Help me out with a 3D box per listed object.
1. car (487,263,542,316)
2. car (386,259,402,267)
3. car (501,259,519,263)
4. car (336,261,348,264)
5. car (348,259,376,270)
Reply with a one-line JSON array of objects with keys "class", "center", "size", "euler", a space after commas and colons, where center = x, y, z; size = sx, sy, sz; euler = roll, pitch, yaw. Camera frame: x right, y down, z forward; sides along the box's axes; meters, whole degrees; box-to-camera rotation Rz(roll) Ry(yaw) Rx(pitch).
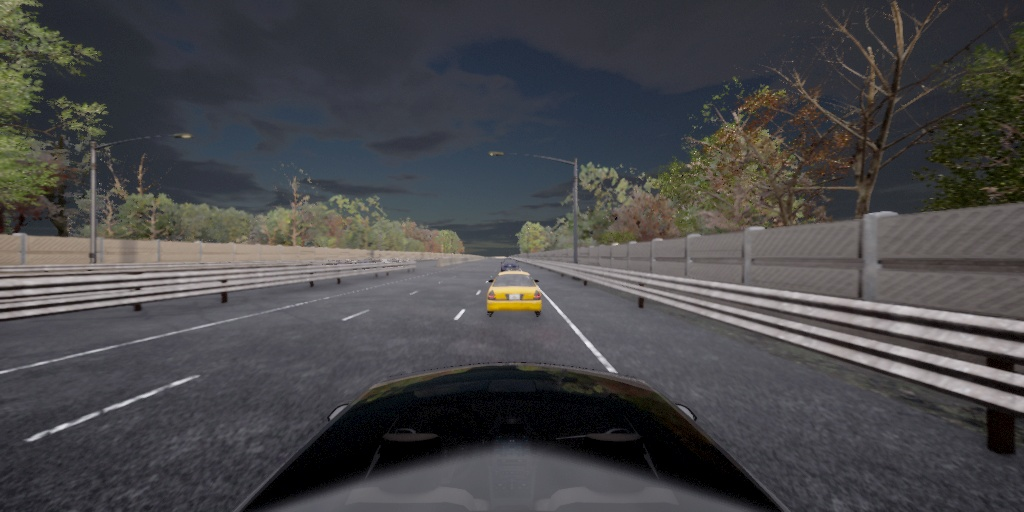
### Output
[{"class": "car", "center": [0.064, 1.206, 13.309], "size": [1.801, 1.575, 5.366], "euler": [0, 0, 0]}, {"class": "car", "center": [-18.138, 1.246, 54.508], "size": [2.128, 1.511, 4.902], "euler": [0, 0, -1]}, {"class": "car", "center": [-0.260, 1.106, 42.371], "size": [2.097, 1.767, 4.553], "euler": [0, 0, -1]}, {"class": "car", "center": [-25.097, 1.356, 52.628], "size": [1.895, 1.301, 4.718], "euler": [0, 0, -1]}, {"class": "car", "center": [-21.606, 1.247, 52.718], "size": [2.128, 1.511, 4.902], "euler": [0, 0, -1]}]
